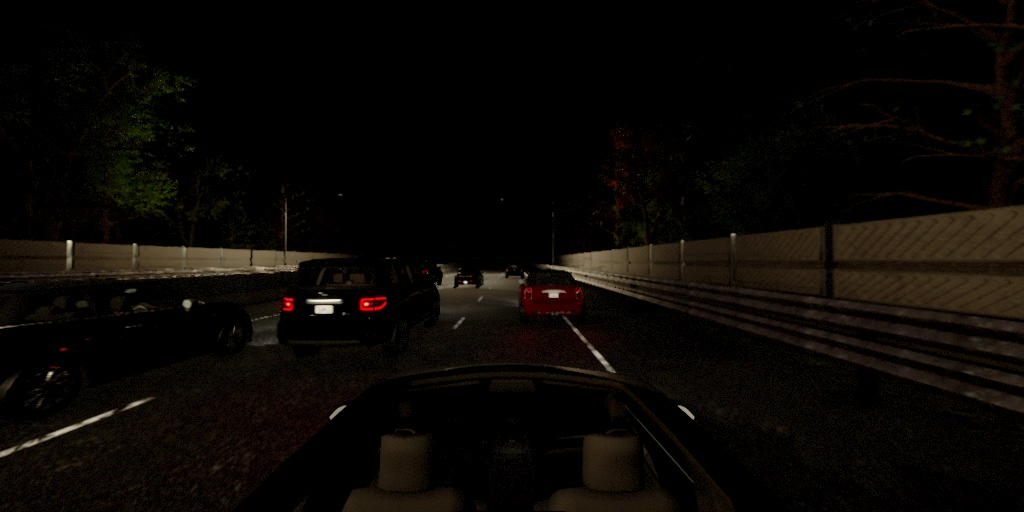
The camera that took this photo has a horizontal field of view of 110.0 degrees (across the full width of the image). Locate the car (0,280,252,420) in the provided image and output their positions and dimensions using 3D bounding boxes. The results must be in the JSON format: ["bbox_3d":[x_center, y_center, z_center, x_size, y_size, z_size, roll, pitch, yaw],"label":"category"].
[{"bbox_3d":[-6.868,1.174,6.140,2.097,1.767,4.553,0,-1,0],"label":"car"}]

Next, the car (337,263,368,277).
[{"bbox_3d":[-20.825,1.771,47.055,2.097,1.767,4.553,0,-1,0],"label":"car"}]

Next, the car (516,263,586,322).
[{"bbox_3d":[1.296,1.252,13.125,2.097,1.767,4.553,0,-1,0],"label":"car"}]

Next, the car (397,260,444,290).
[{"bbox_3d":[-6.753,1.334,27.165,2.150,2.045,5.566,0,-1,0],"label":"car"}]

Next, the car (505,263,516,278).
[{"bbox_3d":[0.310,1.658,42.262,2.097,1.767,4.553,0,-1,1],"label":"car"}]

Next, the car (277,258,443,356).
[{"bbox_3d":[-3.362,1.077,9.084,2.150,2.045,5.566,0,-1,0],"label":"car"}]

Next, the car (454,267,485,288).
[{"bbox_3d":[-3.248,1.615,27.585,1.837,1.490,4.892,0,-1,0],"label":"car"}]
